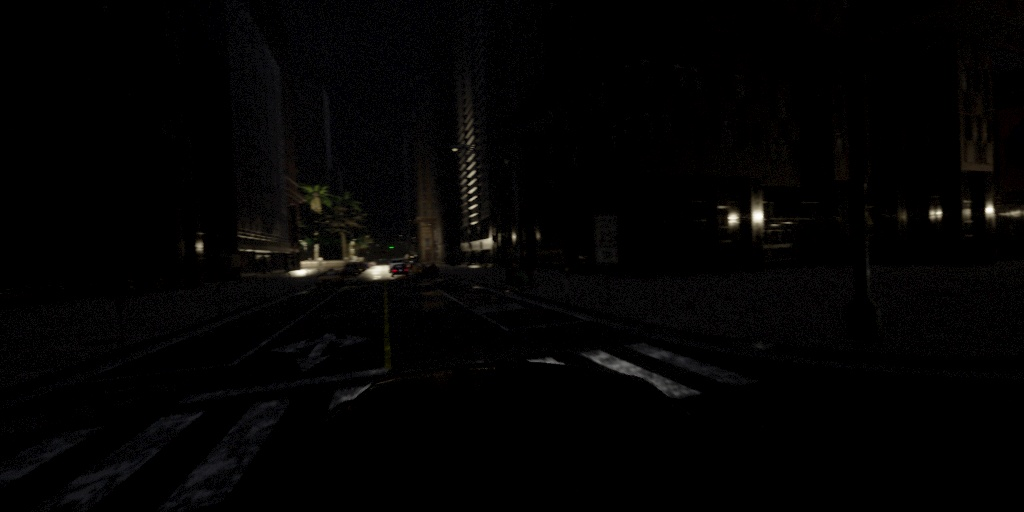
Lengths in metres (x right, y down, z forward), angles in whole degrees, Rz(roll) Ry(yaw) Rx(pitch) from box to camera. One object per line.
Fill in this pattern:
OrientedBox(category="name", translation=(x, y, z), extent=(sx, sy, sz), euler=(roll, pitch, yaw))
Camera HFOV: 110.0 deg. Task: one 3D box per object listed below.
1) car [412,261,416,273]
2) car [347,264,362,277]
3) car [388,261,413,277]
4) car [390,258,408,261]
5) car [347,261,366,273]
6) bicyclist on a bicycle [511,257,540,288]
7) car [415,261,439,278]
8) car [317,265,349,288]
OrientedBox(category="car", translation=(-12.399, 1.528, 48.112), extent=(1.751, 1.417, 4.829), euler=(0, 0, -19))
OrientedBox(category="car", translation=(-20.375, 1.982, 45.124), extent=(1.802, 1.307, 4.207), euler=(0, 0, -19))
OrientedBox(category="car", translation=(-12.857, 1.622, 41.020), extent=(2.033, 1.411, 5.357), euler=(-3, 0, -19))
OrientedBox(category="car", translation=(-16.514, 1.398, 51.350), extent=(2.150, 2.045, 5.566), euler=(-3, 1, -19))
OrientedBox(category="car", translation=(-22.180, 1.765, 50.240), extent=(2.192, 1.841, 5.009), euler=(0, 0, -19))
OrientedBox(category="bicyclist on a bicycle", translation=(0.715, 0.897, 19.279), extent=(1.656, 1.620, 0.582), euler=(-3, 0, -19))
OrientedBox(category="car", translation=(-8.733, 1.450, 37.721), extent=(1.888, 1.381, 4.507), euler=(0, 0, -19))
OrientedBox(category="car", translation=(-14.903, 1.780, 29.614), extent=(1.751, 1.417, 4.829), euler=(0, 0, -19))
